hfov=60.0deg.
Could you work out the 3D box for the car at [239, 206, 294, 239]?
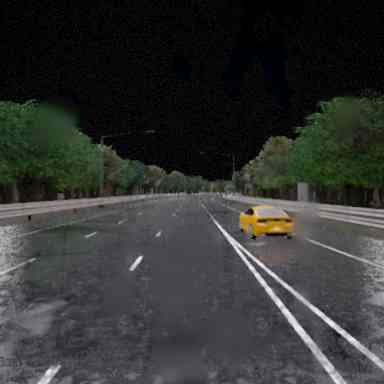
[{"bbox_3d":[3.667,1.460,17.107,1.882,1.535,5.008,0,0,-2],"label":"car"}]
